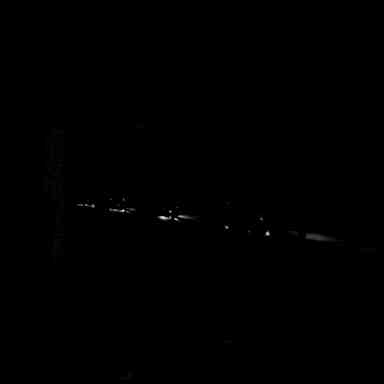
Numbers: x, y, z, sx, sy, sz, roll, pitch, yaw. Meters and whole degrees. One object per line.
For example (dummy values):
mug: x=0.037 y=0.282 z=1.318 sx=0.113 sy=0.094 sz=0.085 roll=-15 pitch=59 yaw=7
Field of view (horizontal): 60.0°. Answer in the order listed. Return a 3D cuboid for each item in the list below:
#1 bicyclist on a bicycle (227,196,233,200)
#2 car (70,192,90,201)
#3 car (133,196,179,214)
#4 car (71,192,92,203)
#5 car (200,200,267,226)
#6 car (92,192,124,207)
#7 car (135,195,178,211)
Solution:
bicyclist on a bicycle: x=3.385 y=1.135 z=29.591 sx=1.656 sy=1.620 sz=0.582 roll=0 pitch=1 yaw=-35
car: x=-19.066 y=0.701 z=56.469 sx=1.895 sy=1.301 sz=4.718 roll=1 pitch=1 yaw=-35
car: x=-3.238 y=1.137 z=28.636 sx=2.033 sy=1.411 sz=5.357 roll=1 pitch=1 yaw=-35
car: x=-14.961 y=0.761 z=45.504 sx=1.837 sy=1.490 sz=4.892 roll=1 pitch=1 yaw=-34
car: x=2.450 y=1.244 z=20.504 sx=2.128 sy=1.511 sz=4.902 roll=1 pitch=1 yaw=-35
car: x=-9.029 y=0.777 z=36.946 sx=2.097 sy=1.767 sz=4.553 roll=1 pitch=1 yaw=-35
car: x=-3.807 y=1.079 z=34.618 sx=2.033 sy=1.411 sz=5.357 roll=1 pitch=1 yaw=-35
